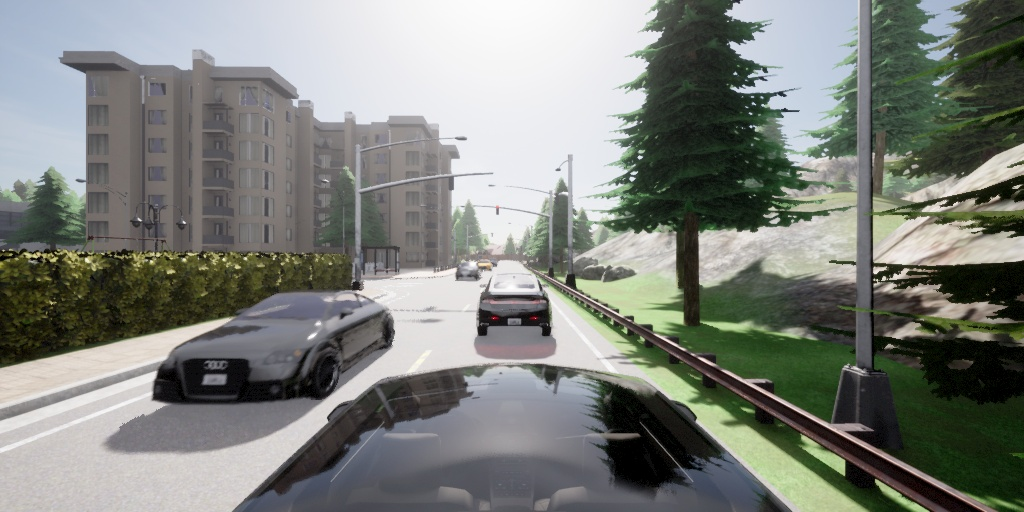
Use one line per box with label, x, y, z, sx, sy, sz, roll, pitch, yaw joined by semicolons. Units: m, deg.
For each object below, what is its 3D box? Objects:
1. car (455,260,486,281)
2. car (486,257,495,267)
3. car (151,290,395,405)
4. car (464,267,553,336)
car;-3.650;1.238;30.494;2.128;1.511;4.902;0;0;0
car;-3.687;1.227;47.445;1.882;1.535;5.008;0;0;0
car;-3.601;1.314;6.342;1.994;1.385;4.181;0;0;0
car;0.062;1.242;10.370;2.128;1.511;4.902;0;0;0
